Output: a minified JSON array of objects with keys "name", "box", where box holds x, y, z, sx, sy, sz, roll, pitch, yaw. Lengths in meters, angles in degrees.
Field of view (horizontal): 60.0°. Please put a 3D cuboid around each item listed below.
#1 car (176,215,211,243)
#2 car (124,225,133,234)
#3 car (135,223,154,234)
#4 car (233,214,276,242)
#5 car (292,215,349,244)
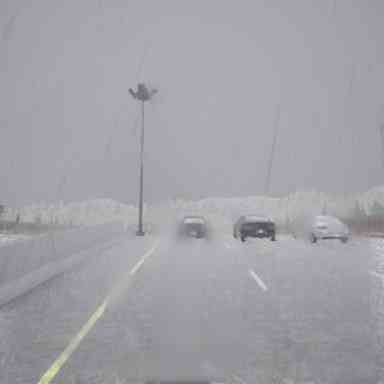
[{"name":"car","box":[0.090,2.067,18.949,1.812,1.442,4.674,0,-4,0]},{"name":"car","box":[-10.554,6.522,58.804,2.097,1.767,4.553,0,-7,0]},{"name":"car","box":[-7.088,5.523,50.929,2.097,1.767,4.553,0,-7,0]},{"name":"car","box":[3.590,2.083,19.871,1.882,1.535,5.008,0,-4,0]},{"name":"car","box":[7.090,2.046,18.629,1.812,1.442,4.674,0,-4,0]}]
